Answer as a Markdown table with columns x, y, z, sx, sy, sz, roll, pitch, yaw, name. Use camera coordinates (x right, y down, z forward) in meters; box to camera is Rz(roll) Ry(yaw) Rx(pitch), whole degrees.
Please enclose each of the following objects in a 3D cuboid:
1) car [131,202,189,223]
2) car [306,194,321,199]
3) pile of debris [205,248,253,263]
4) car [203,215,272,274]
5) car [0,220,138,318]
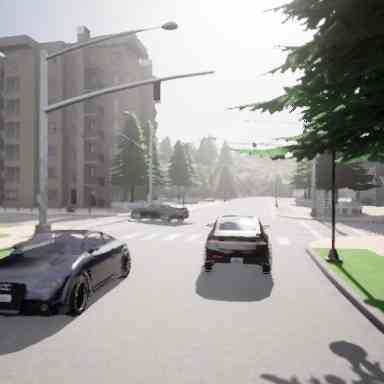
| x | y | z | sx | sy | sz | roll | pitch | yaw | name |
| --- | --- | --- | --- | --- | --- | --- | --- | --- | --- |
| -2.504 | 1.503 | 25.227 | 4.902 | 1.511 | 2.128 | 0 | -1 | 36 | car |
| 32.173 | 1.477 | 88.183 | 1.845 | 1.501 | 3.633 | 0 | 0 | 13 | car |
| 1.353 | 2.177 | 11.558 | 1.500 | 0.140 | 1.860 | 0 | 0 | 11 | pile of debris |
| 1.475 | 1.489 | 10.702 | 2.128 | 1.511 | 4.902 | 1 | 0 | 8 | car |
| -2.829 | 1.557 | 7.427 | 1.994 | 1.385 | 4.181 | 0 | 0 | 8 | car |
